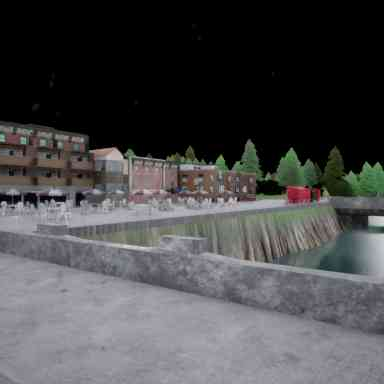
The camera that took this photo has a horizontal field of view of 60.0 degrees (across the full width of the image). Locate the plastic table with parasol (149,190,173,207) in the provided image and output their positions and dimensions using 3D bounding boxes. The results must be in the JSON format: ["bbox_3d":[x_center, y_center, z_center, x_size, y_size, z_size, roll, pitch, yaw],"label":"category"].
[{"bbox_3d":[-4.590,0.925,48.815,2.482,2.480,2.482,0,0,35],"label":"plastic table with parasol"}]

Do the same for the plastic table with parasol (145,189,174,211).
[{"bbox_3d":[-3.903,0.925,39.824,2.482,2.480,2.482,0,0,36],"label":"plastic table with parasol"}]
